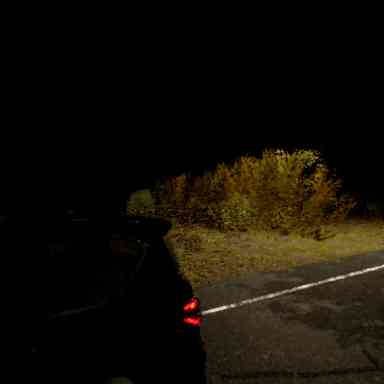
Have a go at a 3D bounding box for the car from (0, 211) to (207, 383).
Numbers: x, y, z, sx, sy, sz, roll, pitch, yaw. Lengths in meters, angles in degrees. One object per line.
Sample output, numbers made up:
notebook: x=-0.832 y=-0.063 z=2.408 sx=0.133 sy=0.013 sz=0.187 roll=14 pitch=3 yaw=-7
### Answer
car: x=-2.467 y=1.220 z=2.214 sx=5.566 sy=2.045 sz=2.150 roll=0 pitch=0 yaw=-35
